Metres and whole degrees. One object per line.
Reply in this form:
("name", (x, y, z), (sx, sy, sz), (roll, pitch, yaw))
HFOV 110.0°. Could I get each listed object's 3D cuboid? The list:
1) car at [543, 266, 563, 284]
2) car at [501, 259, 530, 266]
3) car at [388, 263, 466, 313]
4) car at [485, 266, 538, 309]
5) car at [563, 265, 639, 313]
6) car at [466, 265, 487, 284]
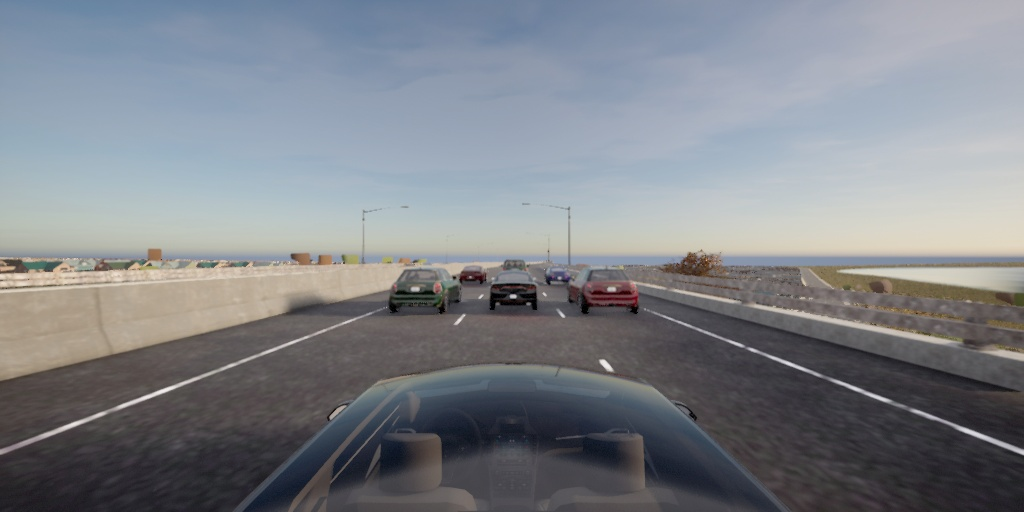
("car", (3.780, 1.575, 30.271), (1.812, 1.442, 4.674), (0, 0, 1))
("car", (0.243, 1.260, 29.018), (2.150, 2.045, 5.566), (0, 0, 1))
("car", (-3.423, 1.234, 14.943), (2.097, 1.767, 4.553), (0, -1, 1))
("car", (0.093, 1.369, 15.766), (1.882, 1.535, 5.008), (0, 0, 1))
("car", (3.578, 1.234, 14.895), (2.097, 1.767, 4.553), (0, -1, 1))
("car", (-3.210, 1.531, 30.718), (1.882, 1.535, 5.008), (0, 0, 2))
